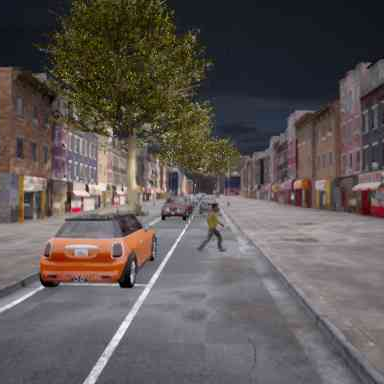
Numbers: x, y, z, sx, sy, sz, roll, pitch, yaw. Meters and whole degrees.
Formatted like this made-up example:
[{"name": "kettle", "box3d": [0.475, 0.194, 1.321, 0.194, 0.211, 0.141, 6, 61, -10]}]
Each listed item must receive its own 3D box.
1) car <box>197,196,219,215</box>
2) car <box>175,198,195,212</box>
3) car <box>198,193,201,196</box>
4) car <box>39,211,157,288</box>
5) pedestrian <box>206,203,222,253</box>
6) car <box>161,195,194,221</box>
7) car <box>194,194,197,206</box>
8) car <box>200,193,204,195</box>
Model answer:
[{"name": "car", "box3d": [1.718, 1.455, 33.708, 2.128, 1.511, 4.902, 0, 0, 3]}, {"name": "car", "box3d": [-0.751, 1.504, 38.378, 1.887, 1.381, 4.507, 2, 0, 3]}, {"name": "car", "box3d": [0.071, 1.383, 54.964, 1.967, 1.590, 4.097, 2, 0, 3]}, {"name": "car", "box3d": [-2.315, 1.344, 9.395, 2.097, 1.767, 4.553, 0, 0, 3]}, {"name": "pedestrian", "box3d": [0.792, 1.283, 12.075, 0.375, 1.860, 0.375, -2, -2, 3]}, {"name": "car", "box3d": [-1.290, 1.287, 27.321, 2.192, 1.841, 5.009, 2, 0, 3]}, {"name": "car", "box3d": [-1.017, 1.281, 32.849, 2.192, 1.841, 5.009, 2, 0, 3]}, {"name": "car", "box3d": [1.159, 1.512, 77.077, 1.802, 1.307, 4.206, 2, 0, 3]}]
